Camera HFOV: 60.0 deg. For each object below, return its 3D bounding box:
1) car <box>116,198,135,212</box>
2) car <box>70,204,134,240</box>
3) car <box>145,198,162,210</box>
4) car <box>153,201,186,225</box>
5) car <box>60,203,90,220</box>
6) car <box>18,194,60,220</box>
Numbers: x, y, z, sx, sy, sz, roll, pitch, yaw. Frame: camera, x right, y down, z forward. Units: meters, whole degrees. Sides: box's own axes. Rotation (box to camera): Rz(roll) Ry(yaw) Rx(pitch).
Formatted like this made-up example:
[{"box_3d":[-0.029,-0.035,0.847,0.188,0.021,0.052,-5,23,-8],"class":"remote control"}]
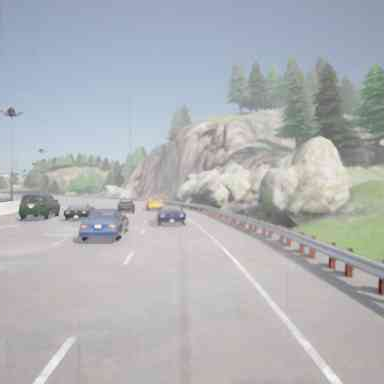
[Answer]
[{"box_3d":[-7.371,1.464,37.209,2.128,1.511,4.902,0,0,-11],"class":"car"},{"box_3d":[-4.297,1.537,16.846,2.033,1.411,5.357,0,0,-5],"class":"car"},{"box_3d":[-4.790,1.439,41.895,1.882,1.535,5.008,0,0,-12],"class":"car"},{"box_3d":[-1.579,1.577,23.821,1.895,1.301,4.718,0,0,-7],"class":"car"},{"box_3d":[-9.173,1.588,27.568,1.895,1.301,4.718,0,0,-9],"class":"car"},{"box_3d":[-12.821,1.215,28.254,2.150,2.045,5.566,0,0,-9],"class":"car"}]
